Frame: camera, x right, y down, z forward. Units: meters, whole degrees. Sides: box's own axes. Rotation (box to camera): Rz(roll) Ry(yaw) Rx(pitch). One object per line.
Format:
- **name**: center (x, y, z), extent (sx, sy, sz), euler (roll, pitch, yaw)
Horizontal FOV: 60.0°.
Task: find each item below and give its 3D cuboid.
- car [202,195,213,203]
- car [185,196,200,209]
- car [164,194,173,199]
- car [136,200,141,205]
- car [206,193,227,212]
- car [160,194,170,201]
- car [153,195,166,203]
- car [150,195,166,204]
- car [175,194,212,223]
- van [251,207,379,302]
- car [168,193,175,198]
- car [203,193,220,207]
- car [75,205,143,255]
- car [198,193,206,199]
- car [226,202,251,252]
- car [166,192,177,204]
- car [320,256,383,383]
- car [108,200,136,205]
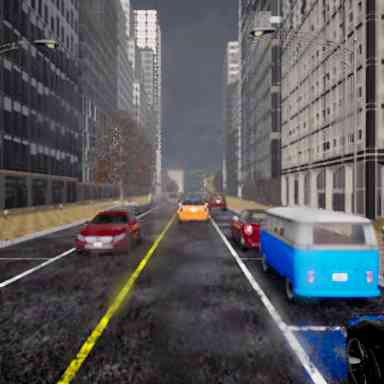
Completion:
- **car**: center (2.684, 1.203, 59.298), extent (1.752, 1.417, 4.829), euler (0, 0, 0)
- **car**: center (0.086, 1.308, 41.196), extent (1.812, 1.442, 4.674), euler (0, 0, 0)
- **car**: center (-5.701, 1.088, 81.908), extent (2.008, 1.369, 4.403), euler (0, 0, 0)
- **car**: center (-5.692, 1.391, 30.678), extent (2.008, 1.369, 4.403), euler (0, 0, 0)
- **car**: center (2.689, 1.125, 36.359), extent (2.192, 1.841, 5.009), euler (0, 0, 0)
- **car**: center (-5.698, 1.191, 70.523), extent (1.802, 1.307, 4.206), euler (0, 0, 0)
- **car**: center (-5.697, 1.244, 59.140), extent (1.947, 1.339, 4.313), euler (0, 0, 0)
- **car**: center (-5.696, 1.263, 53.447), extent (2.008, 1.369, 4.403), euler (0, 0, 0)
- **car**: center (0.096, 1.230, 24.043), extent (2.097, 1.767, 4.553), euler (0, 0, 0)
- **van**: center (2.693, 1.302, 7.900), extent (1.690, 1.788, 3.998), euler (0, 0, 0)
- **car**: center (-5.703, 1.010, 93.292), extent (1.887, 1.381, 4.507), euler (0, 0, 0)
- **car**: center (2.687, 1.060, 47.744), extent (2.192, 1.841, 5.009), euler (0, 0, 0)
- **car**: center (-3.090, 1.459, 13.215), extent (1.812, 1.442, 4.674), euler (0, 0, 0)
- **car**: center (2.679, 1.068, 87.589), extent (1.947, 1.339, 4.313), euler (0, 0, 0)
- **car**: center (2.692, 1.372, 13.592), extent (1.967, 1.590, 4.097), euler (0, 0, 0)
- **car**: center (-3.077, 1.054, 55.191), extent (2.097, 1.767, 4.553), euler (0, 0, 0)
- **car**: center (2.693, 1.555, 2.207), extent (1.947, 1.339, 4.313), euler (0, 0, 0)
- **car**: center (-5.691, 1.398, 24.815), extent (1.752, 1.417, 4.829), euler (0, 0, 0)
